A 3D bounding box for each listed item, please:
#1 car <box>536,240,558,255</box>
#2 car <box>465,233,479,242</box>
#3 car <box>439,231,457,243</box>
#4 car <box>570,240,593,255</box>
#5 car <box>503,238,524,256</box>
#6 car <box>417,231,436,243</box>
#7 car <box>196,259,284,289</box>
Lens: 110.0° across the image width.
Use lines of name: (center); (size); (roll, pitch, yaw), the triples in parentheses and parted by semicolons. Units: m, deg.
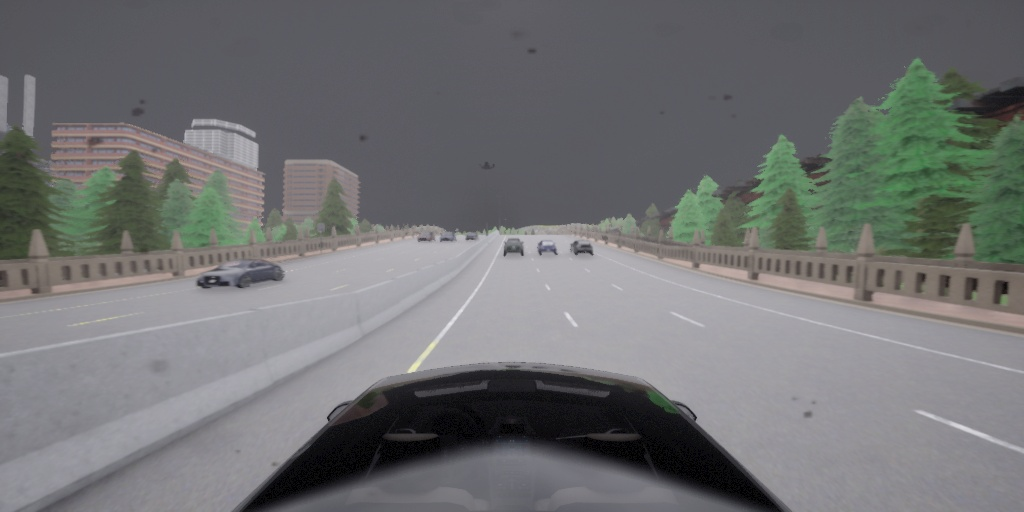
car: (3.710, -0.990, 38.264); (1.812, 1.442, 4.674); (0, 6, 1)
car: (-6.729, -3.238, 60.638); (2.033, 1.411, 5.357); (0, 6, 1)
car: (-10.267, -3.137, 57.741); (2.097, 1.767, 4.553); (0, 6, 1)
car: (7.199, -0.925, 37.418); (1.837, 1.490, 4.892); (0, 6, 1)
car: (0.201, -1.096, 37.612); (2.097, 1.767, 4.553); (0, 6, 1)
car: (-13.767, -3.137, 57.761); (2.097, 1.767, 4.553); (0, 6, 1)
car: (-14.023, 0.859, 18.769); (1.994, 1.385, 4.181); (0, 4, 1)
